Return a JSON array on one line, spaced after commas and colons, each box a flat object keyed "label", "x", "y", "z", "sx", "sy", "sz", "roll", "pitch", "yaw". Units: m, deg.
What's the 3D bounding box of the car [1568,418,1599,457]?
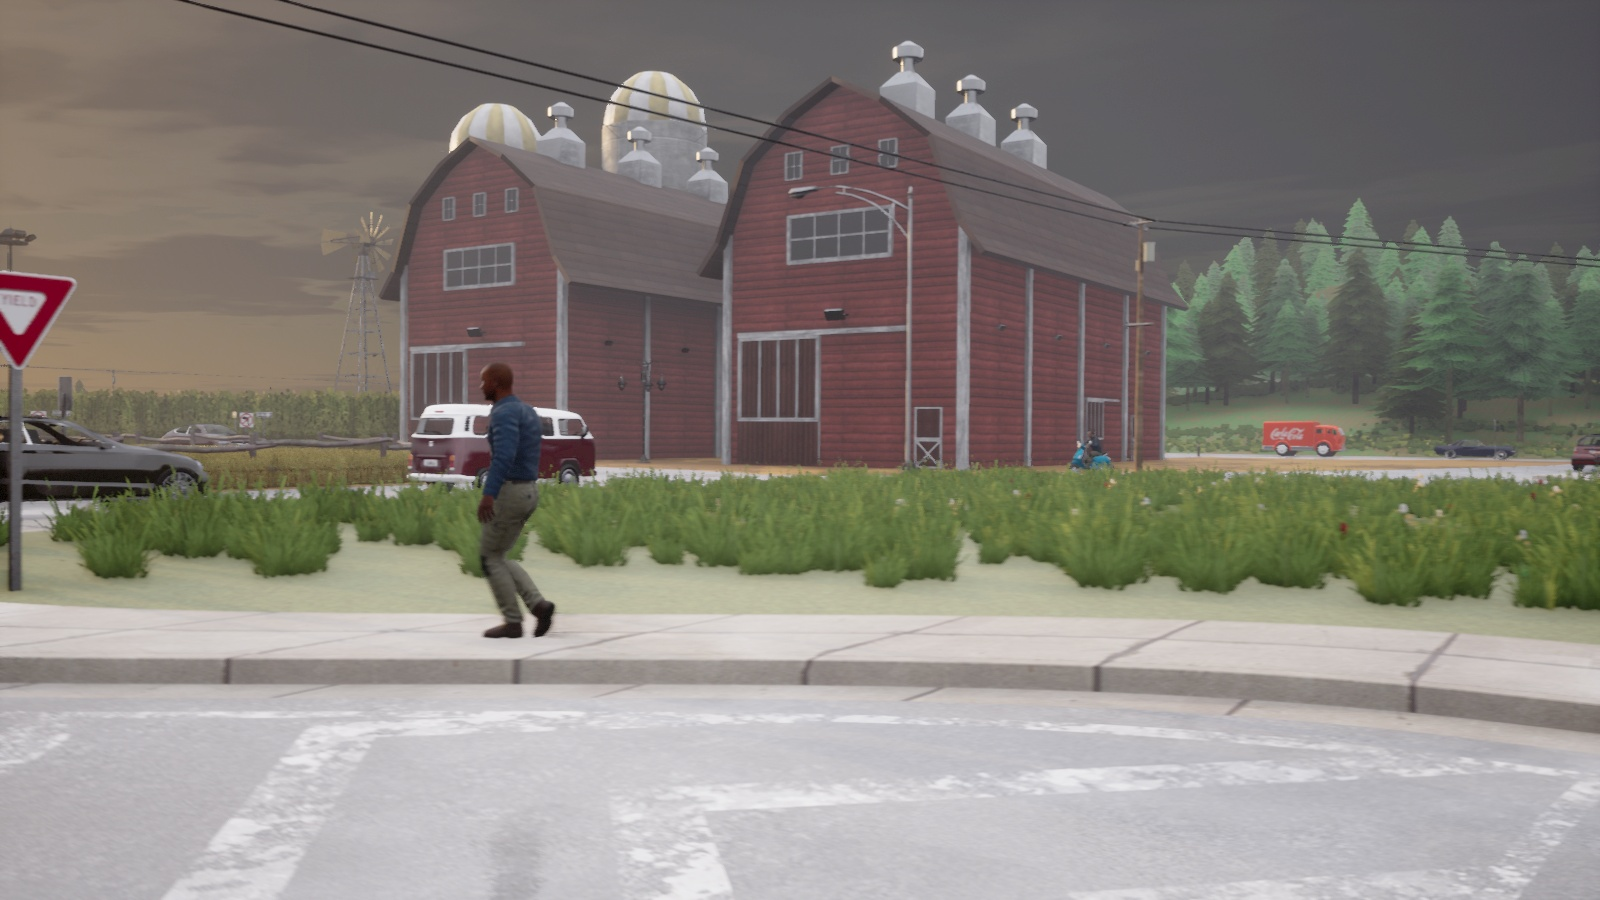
[{"label": "car", "x": 34.530, "y": -0.567, "z": 53.307, "sx": 3.988, "sy": 1.617, "sz": 1.851, "roll": -1, "pitch": 1, "yaw": -36}]

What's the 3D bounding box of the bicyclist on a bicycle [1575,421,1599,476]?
[{"label": "bicyclist on a bicycle", "x": 23.752, "y": -0.052, "z": 36.854, "sx": 0.866, "sy": 1.612, "sz": 1.509, "roll": -1, "pitch": 1, "yaw": -34}]

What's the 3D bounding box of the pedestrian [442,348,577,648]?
[{"label": "pedestrian", "x": -1.831, "y": 0.295, "z": 7.942, "sx": 0.726, "sy": 1.835, "sz": 0.370, "roll": 0, "pitch": 1, "yaw": 12}]

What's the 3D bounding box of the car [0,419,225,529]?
[{"label": "car", "x": -12.307, "y": 0.342, "z": 20.343, "sx": 2.152, "sy": 1.651, "sz": 5.027, "roll": 0, "pitch": 1, "yaw": 34}]

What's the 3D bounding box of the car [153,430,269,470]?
[{"label": "car", "x": -26.055, "y": -0.012, "z": 55.523, "sx": 5.027, "sy": 1.651, "sz": 2.152, "roll": 0, "pitch": 1, "yaw": 31}]

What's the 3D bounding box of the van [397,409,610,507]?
[{"label": "van", "x": -6.653, "y": 0.124, "z": 28.634, "sx": 2.069, "sy": 2.038, "sz": 4.480, "roll": 0, "pitch": 1, "yaw": 34}]

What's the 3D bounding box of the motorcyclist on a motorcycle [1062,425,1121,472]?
[{"label": "motorcyclist on a motorcycle", "x": 10.157, "y": -0.068, "z": 43.728, "sx": 1.817, "sy": 1.590, "sz": 0.866, "roll": -1, "pitch": 1, "yaw": -22}]

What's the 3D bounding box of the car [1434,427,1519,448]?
[{"label": "car", "x": 44.056, "y": -0.824, "z": 81.840, "sx": 4.718, "sy": 1.301, "sz": 1.895, "roll": 0, "pitch": 1, "yaw": 35}]

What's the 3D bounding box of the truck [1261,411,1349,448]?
[{"label": "truck", "x": 35.327, "y": -1.414, "z": 87.868, "sx": 5.204, "sy": 2.467, "sz": 2.627, "roll": 0, "pitch": 1, "yaw": 35}]
